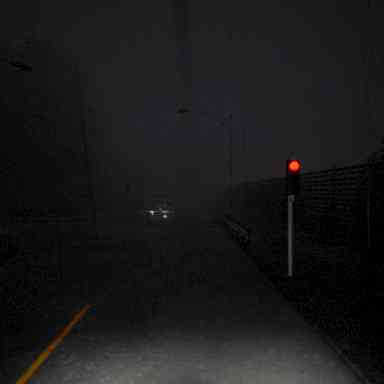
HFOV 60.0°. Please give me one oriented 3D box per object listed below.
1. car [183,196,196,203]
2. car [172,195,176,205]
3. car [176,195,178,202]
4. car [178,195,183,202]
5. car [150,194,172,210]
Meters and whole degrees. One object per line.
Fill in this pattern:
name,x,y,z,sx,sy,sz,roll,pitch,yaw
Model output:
car,-0.280,1.526,67.646,1.812,1.442,4.674,0,0,-5
car,-4.221,1.352,53.763,2.097,1.767,4.553,0,0,0
car,-4.193,1.525,63.957,1.812,1.442,4.674,0,0,0
car,-3.905,1.500,77.012,4.892,1.490,1.837,0,0,40
car,-4.209,1.221,43.912,2.150,2.045,5.566,0,0,0
